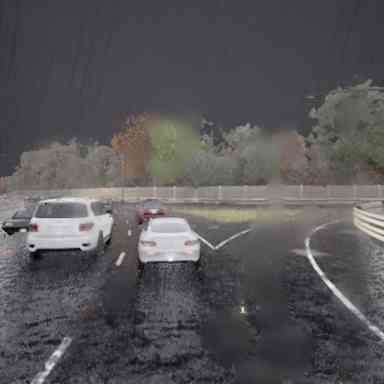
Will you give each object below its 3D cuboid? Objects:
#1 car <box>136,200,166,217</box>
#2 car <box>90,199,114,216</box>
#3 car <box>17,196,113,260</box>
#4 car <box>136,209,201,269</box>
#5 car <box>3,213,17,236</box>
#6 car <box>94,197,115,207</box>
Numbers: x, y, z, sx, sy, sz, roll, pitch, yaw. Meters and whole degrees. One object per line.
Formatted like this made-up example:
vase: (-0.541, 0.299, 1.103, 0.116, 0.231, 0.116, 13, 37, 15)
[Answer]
car: (-3.025, 1.377, 24.538, 2.097, 1.767, 4.553, 0, 0, -12)
car: (-9.360, 1.544, 34.258, 2.128, 1.511, 4.902, 0, 0, -18)
car: (-4.371, 1.244, 12.763, 2.150, 2.045, 5.566, 0, 0, -7)
car: (-0.814, 1.535, 11.171, 1.812, 1.442, 4.674, 0, 0, -6)
car: (-8.903, 1.643, 18.896, 1.895, 1.301, 4.718, 0, 0, -11)
car: (-14.132, 1.572, 53.581, 2.128, 1.511, 4.902, 0, 0, -29)
